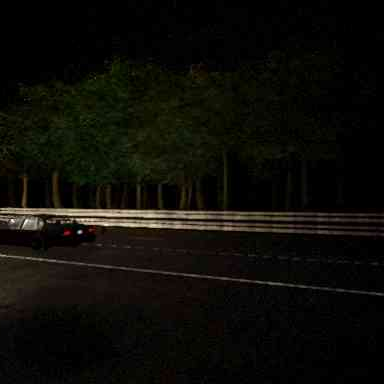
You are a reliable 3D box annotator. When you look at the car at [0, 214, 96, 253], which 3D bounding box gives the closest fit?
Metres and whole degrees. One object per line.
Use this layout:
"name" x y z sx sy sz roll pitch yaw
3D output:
"car" -6.524 1.617 13.840 5.357 1.411 2.033 -1 -1 26
